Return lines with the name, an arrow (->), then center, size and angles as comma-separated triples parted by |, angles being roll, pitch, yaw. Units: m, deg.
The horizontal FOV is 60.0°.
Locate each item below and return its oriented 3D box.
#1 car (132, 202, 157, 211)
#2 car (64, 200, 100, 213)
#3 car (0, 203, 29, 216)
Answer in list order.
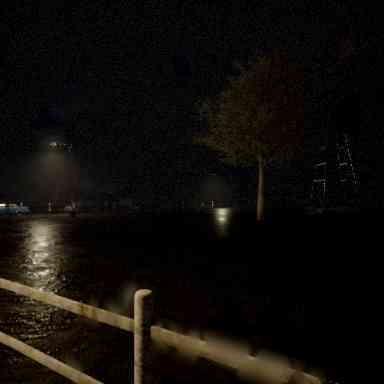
car -> -7.743, 2.303, 54.379 | 1.812, 1.442, 4.674 | -2, -2, 36
car -> -14.757, 1.925, 44.642 | 2.097, 1.767, 4.553 | -2, -2, 36
car -> -20.729, 1.950, 36.332 | 2.033, 1.411, 5.357 | -2, -2, 35
